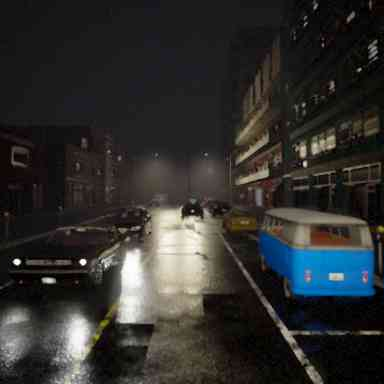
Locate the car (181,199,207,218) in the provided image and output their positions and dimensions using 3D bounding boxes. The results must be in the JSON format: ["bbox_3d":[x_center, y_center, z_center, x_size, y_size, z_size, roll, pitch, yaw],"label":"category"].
[{"bbox_3d":[0.067,1.584,30.065,1.994,1.385,4.181,0,0,0],"label":"car"}]

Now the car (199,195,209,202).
[{"bbox_3d":[2.689,1.454,75.038,1.967,1.590,4.097,1,0,0],"label":"car"}]

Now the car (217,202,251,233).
[{"bbox_3d":[2.698,1.541,19.400,1.752,1.417,4.829,1,0,0],"label":"car"}]

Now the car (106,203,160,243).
[{"bbox_3d":[-3.004,1.506,16.200,2.128,1.511,4.902,0,0,0],"label":"car"}]

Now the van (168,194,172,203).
[{"bbox_3d":[-5.688,1.359,69.413,1.690,1.788,3.998,1,0,0],"label":"van"}]

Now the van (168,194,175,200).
[{"bbox_3d":[-5.693,1.343,91.734,1.690,1.788,3.998,1,0,0],"label":"van"}]

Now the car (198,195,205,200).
[{"bbox_3d":[2.683,1.583,91.780,1.802,1.307,4.206,1,0,0],"label":"car"}]

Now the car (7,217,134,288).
[{"bbox_3d":[-3.095,1.610,9.399,1.895,1.301,4.718,0,0,0],"label":"car"}]

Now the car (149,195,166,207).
[{"bbox_3d":[-5.689,1.588,52.672,1.947,1.339,4.313,1,0,0],"label":"car"}]

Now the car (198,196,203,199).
[{"bbox_3d":[0.081,1.586,46.194,1.994,1.385,4.181,0,0,0],"label":"car"}]

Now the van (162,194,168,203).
[{"bbox_3d":[-5.686,1.362,58.253,1.690,1.788,3.998,1,0,0],"label":"van"}]

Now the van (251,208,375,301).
[{"bbox_3d":[2.703,1.349,8.070,1.690,1.788,3.998,1,0,0],"label":"van"}]

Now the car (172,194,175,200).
[{"bbox_3d":[-5.694,1.556,80.574,1.887,1.381,4.507,1,0,0],"label":"car"}]

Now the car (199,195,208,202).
[{"bbox_3d":[2.686,1.562,80.618,2.008,1.369,4.403,1,0,0],"label":"car"}]

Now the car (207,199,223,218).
[{"bbox_3d":[2.696,1.586,30.393,1.947,1.339,4.313,1,0,0],"label":"car"}]

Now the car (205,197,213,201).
[{"bbox_3d":[2.695,1.588,35.973,1.947,1.339,4.313,1,0,0],"label":"car"}]

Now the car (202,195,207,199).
[{"bbox_3d":[2.693,1.566,47.135,1.887,1.381,4.507,1,0,0],"label":"car"}]
